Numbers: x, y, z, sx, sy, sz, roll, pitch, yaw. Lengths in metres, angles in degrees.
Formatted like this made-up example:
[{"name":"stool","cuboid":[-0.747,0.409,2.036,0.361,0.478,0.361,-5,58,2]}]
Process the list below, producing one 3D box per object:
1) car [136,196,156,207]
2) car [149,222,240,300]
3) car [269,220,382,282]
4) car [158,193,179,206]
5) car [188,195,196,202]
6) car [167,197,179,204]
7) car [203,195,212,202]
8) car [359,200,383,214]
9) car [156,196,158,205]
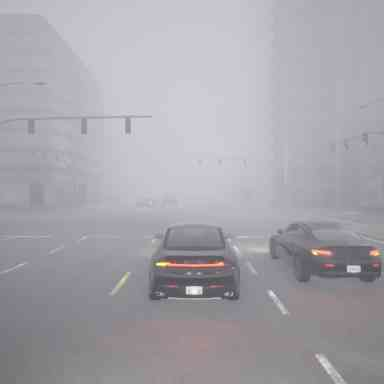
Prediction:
[{"name":"car","cuboid":[-7.101,1.541,50.103,2.033,1.411,5.357,0,0,0]},{"name":"car","cuboid":[0.057,1.504,8.345,1.837,1.490,4.892,0,0,0]},{"name":"car","cuboid":[3.563,1.525,9.601,1.812,1.442,4.674,0,0,0]},{"name":"car","cuboid":[-3.606,1.215,53.343,2.150,2.045,5.566,0,0,1]},{"name":"car","cuboid":[-0.004,1.354,73.853,2.128,1.511,4.902,0,0,0]},{"name":"car","cuboid":[-3.553,1.593,63.317,1.895,1.301,4.718,0,0,1]},{"name":"car","cuboid":[3.500,1.491,74.698,1.837,1.490,4.892,0,0,0]},{"name":"car","cuboid":[20.844,1.543,35.464,5.357,1.411,2.033,0,0,1]},{"name":"car","cuboid":[-7.073,1.470,59.926,1.882,1.535,5.008,0,0,0]}]
